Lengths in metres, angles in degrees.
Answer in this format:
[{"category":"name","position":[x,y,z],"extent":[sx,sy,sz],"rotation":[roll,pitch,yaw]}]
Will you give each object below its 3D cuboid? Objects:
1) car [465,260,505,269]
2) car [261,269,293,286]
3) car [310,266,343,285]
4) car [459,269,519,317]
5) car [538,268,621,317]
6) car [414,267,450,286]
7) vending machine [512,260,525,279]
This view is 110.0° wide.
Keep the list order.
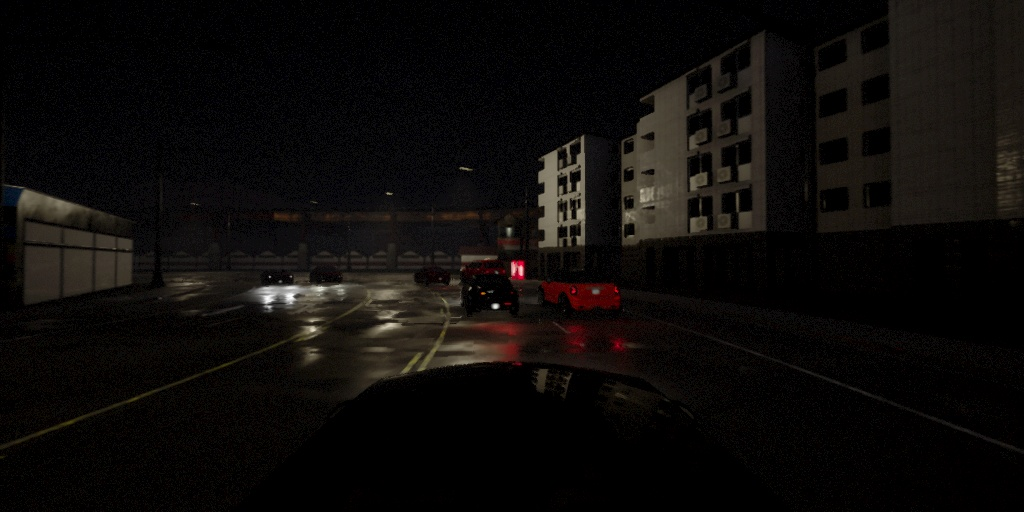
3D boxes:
[{"category":"car","position":[-2.387,1.356,29.217],"extent":[2.150,2.045,5.566],"rotation":[1,-1,-27]},{"category":"car","position":[-19.750,1.746,30.134],"extent":[1.895,1.301,4.718],"rotation":[1,-1,-40]},{"category":"car","position":[-16.239,1.639,31.278],"extent":[1.882,1.535,5.008],"rotation":[1,-1,-38]},{"category":"car","position":[-0.978,1.431,14.240],"extent":[1.837,1.490,4.892],"rotation":[0,0,-11]},{"category":"car","position":[2.525,1.279,14.456],"extent":[2.097,1.767,4.553],"rotation":[0,-1,-10]},{"category":"car","position":[-6.721,1.619,29.814],"extent":[1.882,1.535,5.008],"rotation":[1,-1,-29]},{"category":"vending machine","position":[0.638,1.423,36.017],"extent":[1.100,2.100,0.880],"rotation":[0,0,-31]}]
